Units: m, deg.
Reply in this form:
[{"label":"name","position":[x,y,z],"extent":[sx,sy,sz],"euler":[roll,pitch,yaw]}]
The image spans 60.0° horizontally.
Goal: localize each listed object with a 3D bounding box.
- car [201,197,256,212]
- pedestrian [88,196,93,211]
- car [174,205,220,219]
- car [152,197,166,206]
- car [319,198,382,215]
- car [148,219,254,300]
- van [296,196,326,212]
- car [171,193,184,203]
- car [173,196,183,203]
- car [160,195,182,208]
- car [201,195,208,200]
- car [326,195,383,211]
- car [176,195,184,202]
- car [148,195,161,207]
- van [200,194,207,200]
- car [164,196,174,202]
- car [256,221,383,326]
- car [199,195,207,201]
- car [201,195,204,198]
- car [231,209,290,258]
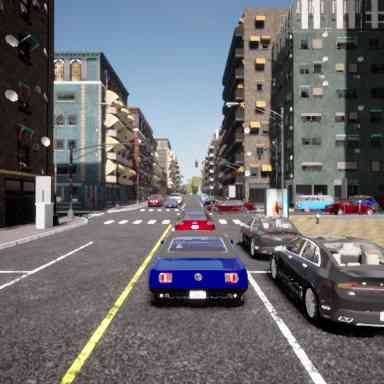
[{"label":"car","position":[3.970,1.541,35.027],"extent":[5.357,1.411,2.033],"euler":[0,-1,1]},{"label":"pedestrian","position":[-12.421,1.347,40.729],"extent":[0.375,1.860,0.375],"euler":[0,0,1]},{"label":"car","position":[0.140,1.570,17.210],"extent":[1.994,1.385,4.181],"euler":[0,0,0]},{"label":"car","position":[-5.530,1.566,56.357],"extent":[1.887,1.381,4.507],"euler":[1,0,0]},{"label":"car","position":[13.780,1.413,29.133],"extent":[4.206,1.307,1.802],"euler":[0,0,1]},{"label":"car","position":[0.121,1.603,8.347],"extent":[1.895,1.301,4.718],"euler":[0,0,0]},{"label":"van","position":[13.863,1.296,37.514],"extent":[3.998,1.788,1.690],"euler":[0,0,1]},{"label":"car","position":[-2.923,1.244,58.710],"extent":[2.150,2.045,5.566],"euler":[0,0,1]},{"label":"car","position":[-2.827,1.591,68.652],"extent":[1.994,1.385,4.181],"euler":[0,0,0]},{"label":"car","position":[-2.974,1.565,48.709],"extent":[2.033,1.411,5.357],"euler":[0,0,1]},{"label":"car","position":[2.835,1.585,50.724],"extent":[1.947,1.339,4.313],"euler":[1,0,0]},{"label":"car","position":[16.990,1.244,34.902],"extent":[4.553,1.767,2.097],"euler":[0,-1,1]},{"label":"car","position":[-2.789,1.529,79.895],"extent":[1.837,1.490,4.892],"euler":[0,0,0]},{"label":"car","position":[-5.541,1.334,50.786],"extent":[2.192,1.841,5.009],"euler":[1,0,0]},{"label":"van","position":[2.911,1.373,78.580],"extent":[1.690,1.788,3.998],"euler":[1,0,0]},{"label":"car","position":[-5.471,1.597,78.641],"extent":[1.947,1.339,4.313],"euler":[1,0,0]},{"label":"car","position":[2.848,1.553,6.961],"extent":[2.008,1.369,4.403],"euler":[1,0,0]},{"label":"car","position":[2.938,1.581,89.721],"extent":[1.887,1.381,4.507],"euler":[1,0,0]},{"label":"car","position":[2.849,1.603,56.294],"extent":[1.802,1.307,4.206],"euler":[1,0,0]},{"label":"car","position":[2.863,1.555,12.530],"extent":[2.008,1.369,4.403],"euler":[1,0,0]}]
